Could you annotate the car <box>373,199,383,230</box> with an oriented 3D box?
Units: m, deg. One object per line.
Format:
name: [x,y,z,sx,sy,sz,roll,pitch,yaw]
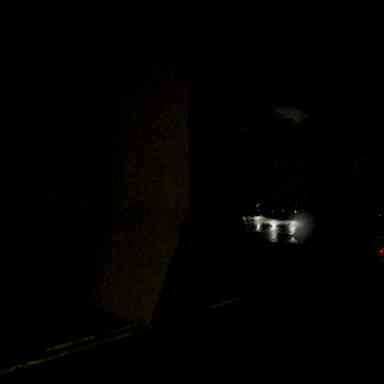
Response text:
car: [11.754,1.379,19.392,1.812,1.442,4.674,0,0,28]

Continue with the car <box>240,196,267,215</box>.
car: [6.084,1.211,31.732,2.097,1.767,4.553,0,0,26]

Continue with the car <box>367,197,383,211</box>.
car: [19.719,1.270,35.286,1.812,1.442,4.674,0,0,26]

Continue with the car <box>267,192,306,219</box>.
car: [8.301,1.073,28.326,2.150,2.045,5.566,0,0,26]
